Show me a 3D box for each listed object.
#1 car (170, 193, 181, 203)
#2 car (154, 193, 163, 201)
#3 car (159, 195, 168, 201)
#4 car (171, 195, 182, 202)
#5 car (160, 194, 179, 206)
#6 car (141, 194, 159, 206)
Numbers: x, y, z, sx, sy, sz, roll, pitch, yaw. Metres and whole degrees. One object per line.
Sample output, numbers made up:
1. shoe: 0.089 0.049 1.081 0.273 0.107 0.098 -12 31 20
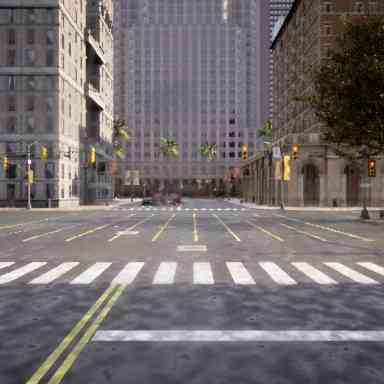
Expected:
1. car: -3.613 1.221 65.399 2.150 2.045 5.566 0 0 1
2. car: -7.044 1.221 69.086 2.150 2.045 5.566 0 0 0
3. car: -6.943 1.492 80.837 1.837 1.490 4.892 0 0 0
4. car: -3.486 1.525 75.809 2.128 1.511 4.902 0 0 0
5. car: -3.687 1.491 55.253 2.128 1.511 4.902 0 0 0
6. car: -7.192 1.547 55.540 2.033 1.411 5.357 0 0 0
